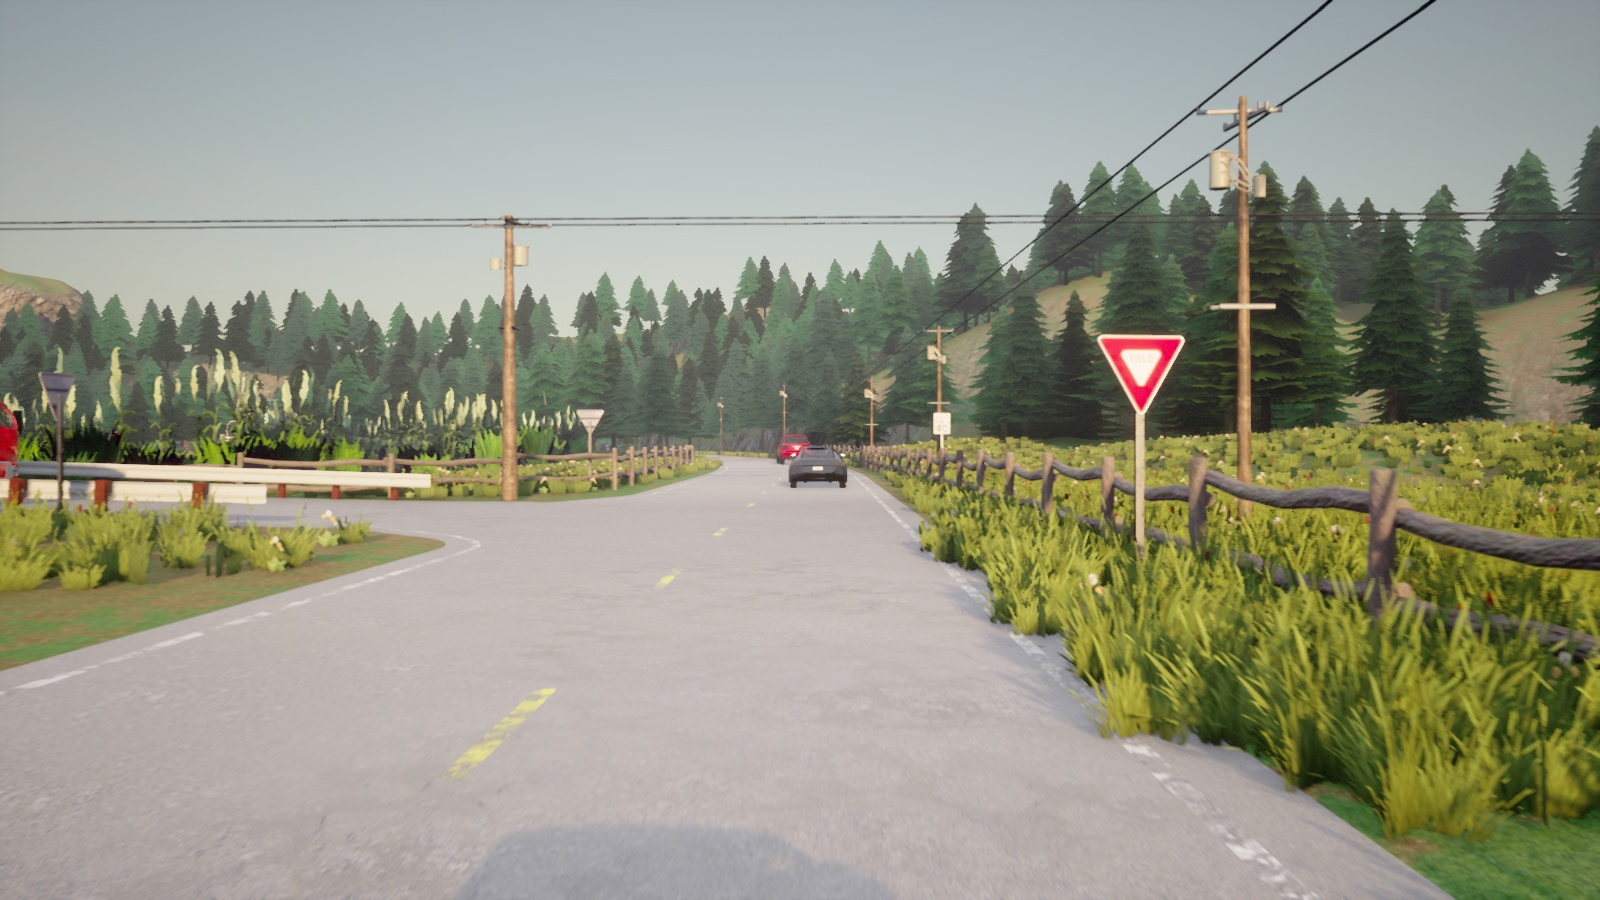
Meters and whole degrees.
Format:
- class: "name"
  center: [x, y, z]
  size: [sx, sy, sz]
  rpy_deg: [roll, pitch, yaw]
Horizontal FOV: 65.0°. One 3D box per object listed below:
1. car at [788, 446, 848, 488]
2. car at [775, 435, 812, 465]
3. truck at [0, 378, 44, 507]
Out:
- class: "car"
  center: [0.635, 0.565, 43.661]
  size: [1.994, 1.385, 4.181]
  rpy_deg: [0, 0, 1]
- class: "car"
  center: [-0.481, -0.033, 88.354]
  size: [2.150, 2.045, 5.566]
  rpy_deg: [0, 0, -5]
- class: "truck"
  center: [-17.839, -0.236, 23.952]
  size: [5.204, 2.467, 2.627]
  rpy_deg: [2, 0, 2]
